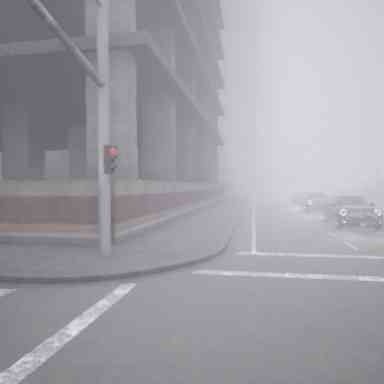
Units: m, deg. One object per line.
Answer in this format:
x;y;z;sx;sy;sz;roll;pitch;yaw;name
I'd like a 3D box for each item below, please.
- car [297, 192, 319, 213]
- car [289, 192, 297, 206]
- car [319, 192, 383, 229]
10.402;0.775;27.896;2.097;1.767;4.553;0;1;11;car
12.301;0.726;38.130;2.128;1.511;4.902;0;1;11;car
8.585;0.955;18.111;2.097;1.767;4.553;0;1;11;car
